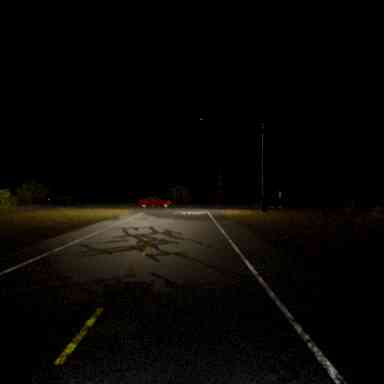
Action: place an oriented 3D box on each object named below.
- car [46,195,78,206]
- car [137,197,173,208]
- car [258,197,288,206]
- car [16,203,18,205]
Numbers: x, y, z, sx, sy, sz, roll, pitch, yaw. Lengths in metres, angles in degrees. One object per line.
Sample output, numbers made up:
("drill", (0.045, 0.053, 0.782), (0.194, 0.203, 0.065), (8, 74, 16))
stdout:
("car", (-20.822, 1.245, 53.198), (4.553, 1.767, 2.097), (0, 0, -2))
("car", (-5.180, 1.457, 46.634), (5.008, 1.535, 1.882), (0, 0, -1))
("car", (13.169, 1.607, 54.117), (4.892, 1.490, 1.837), (-1, 0, -2))
("car", (-26.808, 1.362, 46.019), (5.008, 1.535, 1.882), (0, 0, -2))
